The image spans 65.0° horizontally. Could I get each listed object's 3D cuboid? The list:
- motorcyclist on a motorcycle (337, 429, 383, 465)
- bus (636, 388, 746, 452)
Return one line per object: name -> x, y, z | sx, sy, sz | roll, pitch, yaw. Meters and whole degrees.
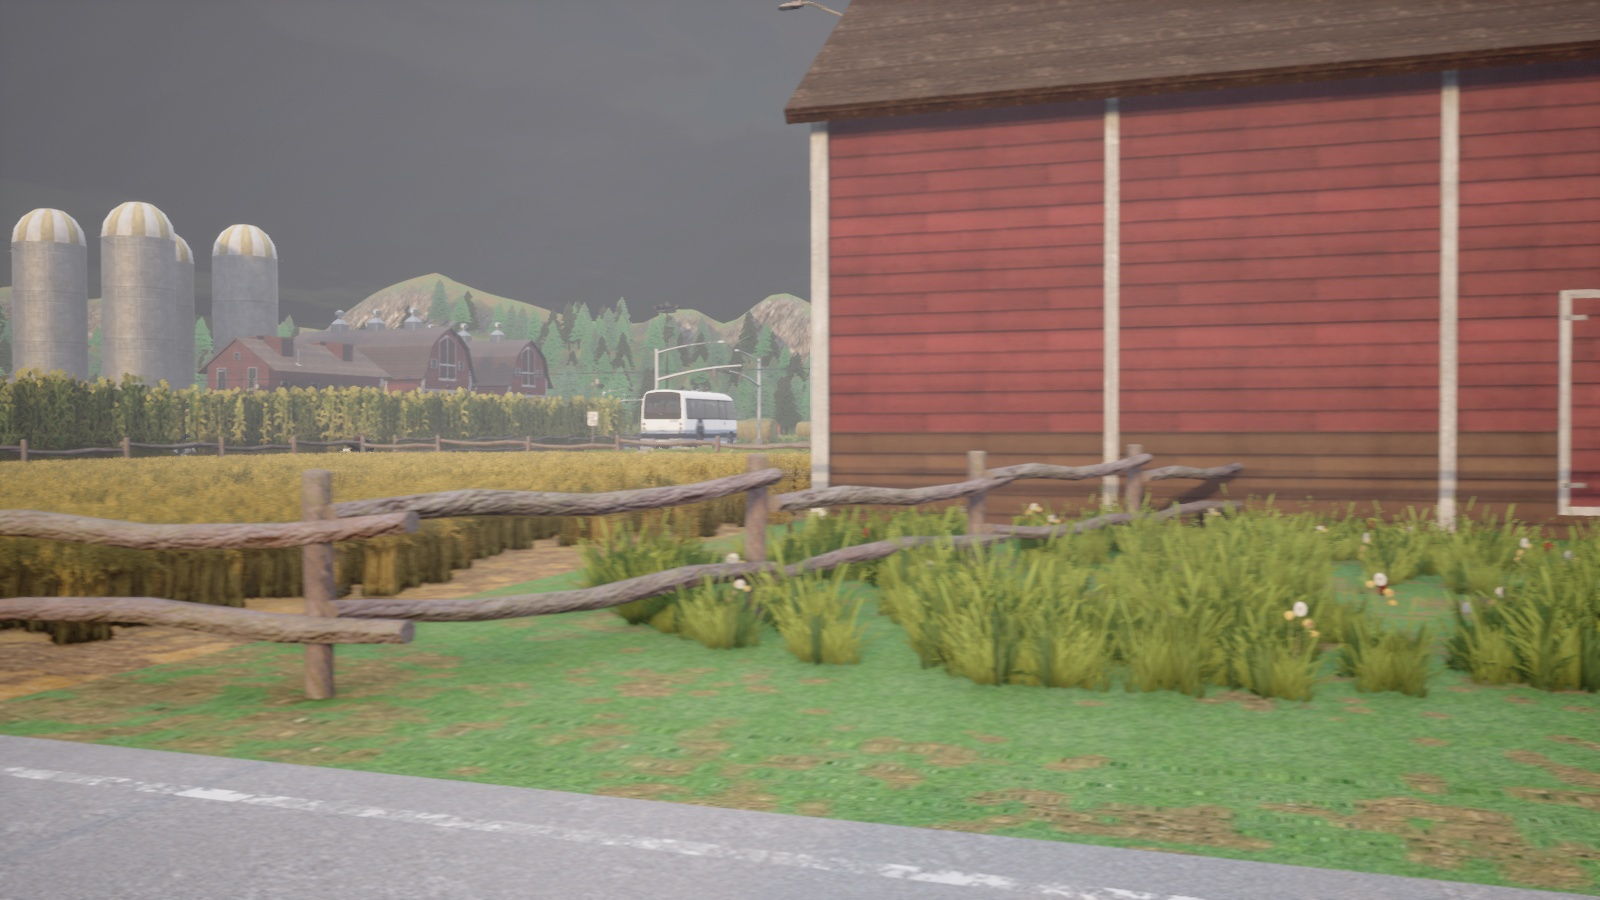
motorcyclist on a motorcycle -> -19.152, -0.140, 54.749 | 0.866, 1.530, 2.191 | 0, 1, 12
bus -> -7.533, -2.056, 88.935 | 3.944, 4.253, 10.273 | 1, 1, 18
